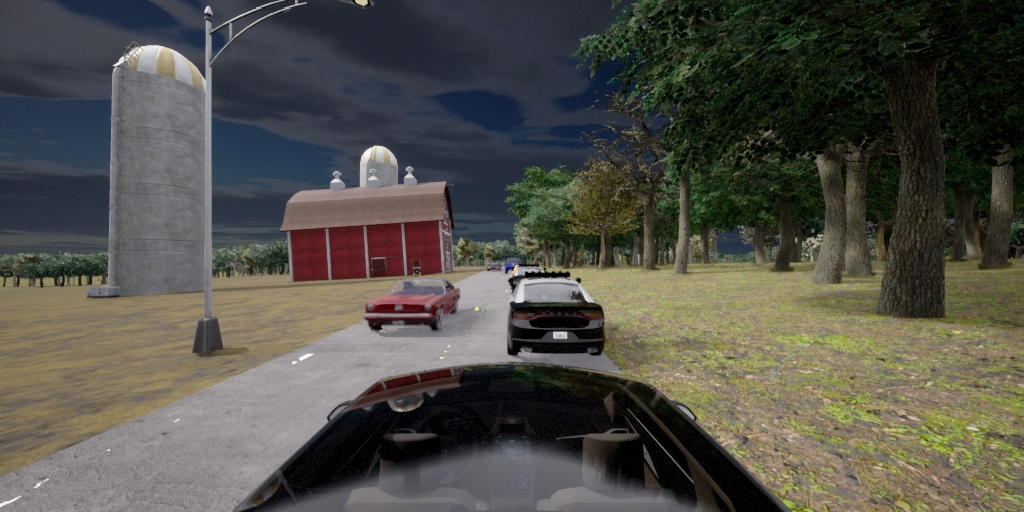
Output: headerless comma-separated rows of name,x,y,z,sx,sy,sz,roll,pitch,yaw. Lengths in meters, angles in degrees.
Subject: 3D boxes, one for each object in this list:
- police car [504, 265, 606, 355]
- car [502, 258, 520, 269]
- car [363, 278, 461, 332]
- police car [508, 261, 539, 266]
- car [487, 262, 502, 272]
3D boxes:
police car,0.850,1.187,8.837,1.930,1.638,5.238,0,0,0
car,0.200,1.261,47.317,2.150,2.045,5.566,0,0,0
car,-2.816,1.368,11.121,1.895,1.301,4.718,0,0,0
police car,0.885,1.230,18.840,1.930,1.638,5.238,0,0,0
car,-2.660,1.660,53.455,1.994,1.385,4.181,0,-1,0
